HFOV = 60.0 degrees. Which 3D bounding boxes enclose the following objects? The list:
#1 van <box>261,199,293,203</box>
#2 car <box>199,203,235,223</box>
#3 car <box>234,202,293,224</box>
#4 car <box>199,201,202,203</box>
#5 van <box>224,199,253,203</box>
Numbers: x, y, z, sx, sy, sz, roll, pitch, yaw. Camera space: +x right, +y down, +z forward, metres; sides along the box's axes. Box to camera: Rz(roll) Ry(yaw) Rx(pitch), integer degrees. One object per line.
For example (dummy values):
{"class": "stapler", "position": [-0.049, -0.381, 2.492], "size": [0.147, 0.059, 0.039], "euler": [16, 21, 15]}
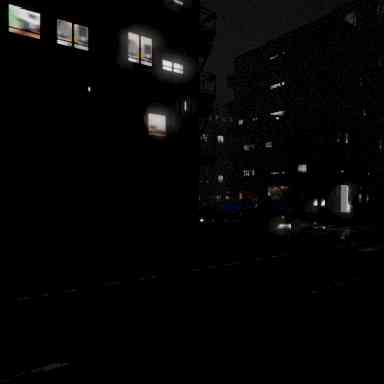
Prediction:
{"class": "van", "position": [8.534, 1.614, 33.556], "size": [1.690, 1.788, 3.998], "euler": [-1, 0, -36]}
{"class": "car", "position": [1.792, 1.882, 28.643], "size": [1.802, 1.307, 4.206], "euler": [-1, 0, -36]}
{"class": "car", "position": [5.900, 1.811, 27.393], "size": [1.994, 1.385, 4.181], "euler": [0, -1, -36]}
{"class": "car", "position": [0.346, 1.722, 34.955], "size": [2.097, 1.767, 4.553], "euler": [0, -1, -36]}
{"class": "van", "position": [5.222, 1.687, 38.074], "size": [1.690, 1.788, 3.998], "euler": [-1, 0, -36]}
